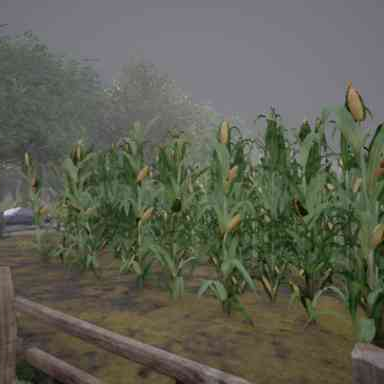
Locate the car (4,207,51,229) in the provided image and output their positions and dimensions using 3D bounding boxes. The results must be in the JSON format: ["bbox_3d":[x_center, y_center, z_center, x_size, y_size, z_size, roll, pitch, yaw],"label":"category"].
[{"bbox_3d":[-12.529,1.851,24.051,1.812,1.442,4.674,0,-1,34],"label":"car"}]
